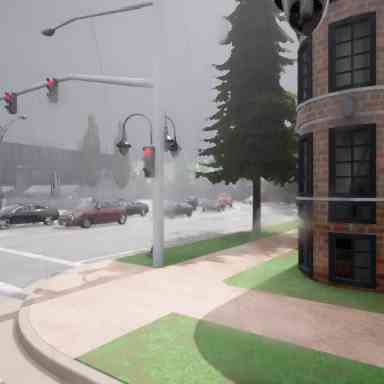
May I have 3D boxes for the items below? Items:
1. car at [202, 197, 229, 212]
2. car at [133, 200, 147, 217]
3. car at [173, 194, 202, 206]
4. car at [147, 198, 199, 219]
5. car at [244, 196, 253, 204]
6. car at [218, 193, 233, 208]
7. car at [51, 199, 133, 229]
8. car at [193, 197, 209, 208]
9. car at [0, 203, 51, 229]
[{"bbox_3d":[2.580,1.571,38.635,1.994,1.385,4.181,0,0,18],"label":"car"},{"bbox_3d":[-5.815,1.499,29.427,2.128,1.511,4.902,0,0,31],"label":"car"},{"bbox_3d":[-1.061,1.229,38.575,2.150,2.045,5.566,0,0,19],"label":"car"},{"bbox_3d":[-1.583,1.532,29.624,1.812,1.442,4.674,0,0,31],"label":"car"},{"bbox_3d":[11.097,1.534,61.561,1.812,1.442,4.674,0,0,-10],"label":"car"},{"bbox_3d":[4.845,1.228,49.415,2.150,2.045,5.566,0,0,4],"label":"car"},{"bbox_3d":[-6.500,1.358,22.110,2.097,1.767,4.553,0,0,34],"label":"car"},{"bbox_3d":[1.385,1.501,50.076,2.128,1.511,4.902,0,0,4],"label":"car"},{"bbox_3d":[-11.079,1.499,21.639,2.128,1.511,4.902,0,0,35],"label":"car"}]
